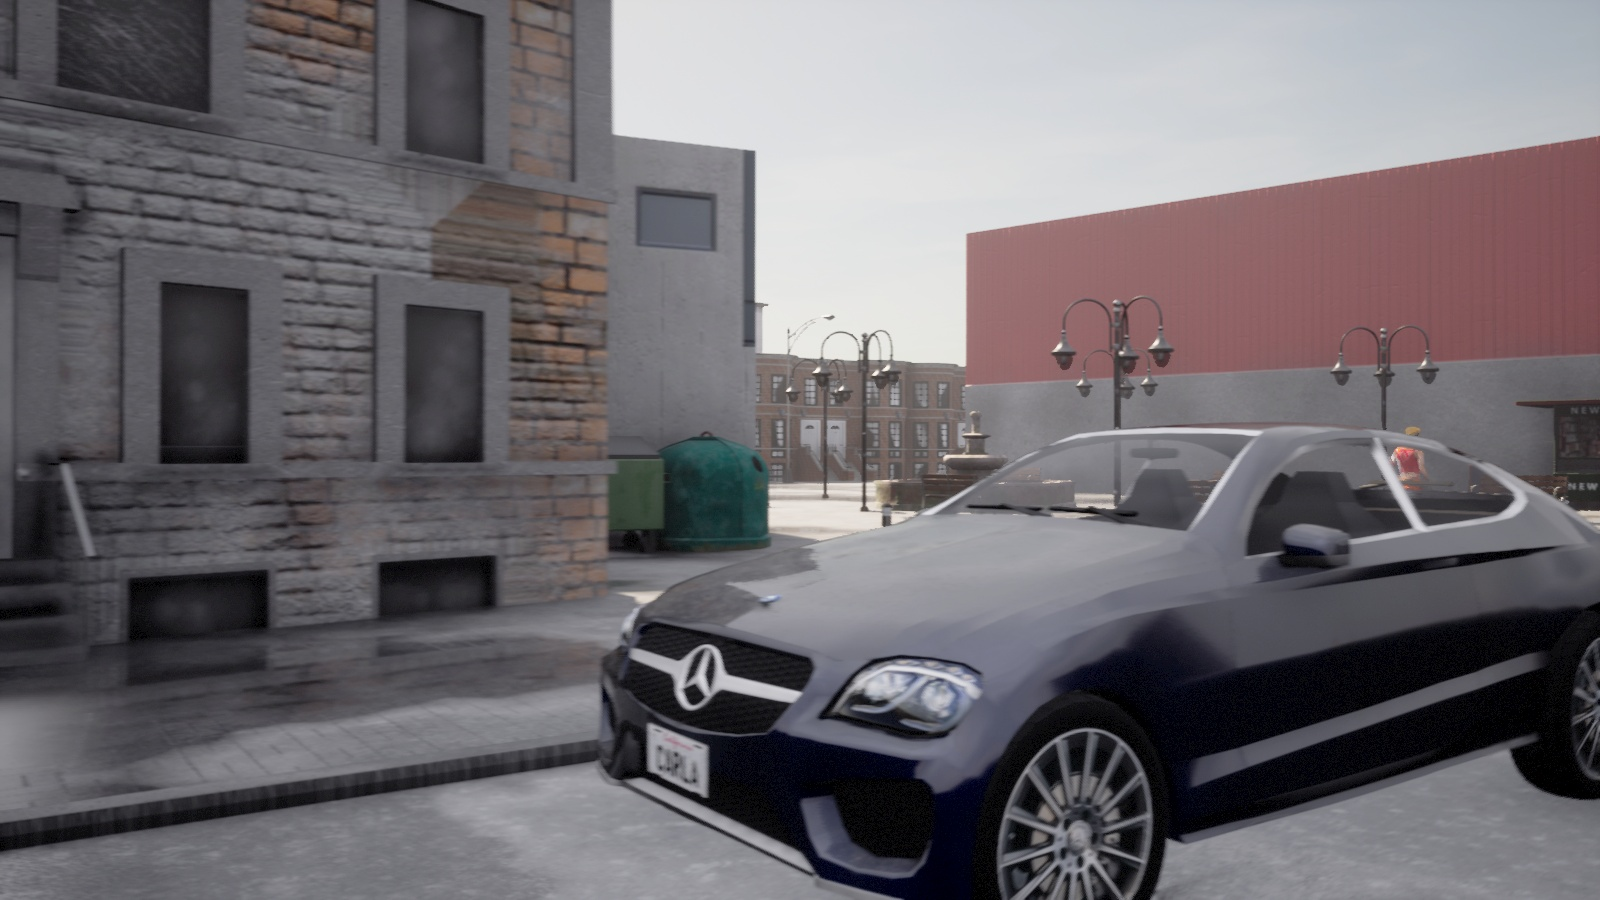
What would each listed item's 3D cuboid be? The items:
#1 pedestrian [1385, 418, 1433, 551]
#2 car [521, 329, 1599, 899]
[{"bbox_3d":[8.581,0.480,17.698,0.594,1.836,0.345,0,0,-33],"label":"pedestrian"},{"bbox_3d":[1.603,0.533,5.384,5.027,1.651,2.152,0,0,-35],"label":"car"}]
